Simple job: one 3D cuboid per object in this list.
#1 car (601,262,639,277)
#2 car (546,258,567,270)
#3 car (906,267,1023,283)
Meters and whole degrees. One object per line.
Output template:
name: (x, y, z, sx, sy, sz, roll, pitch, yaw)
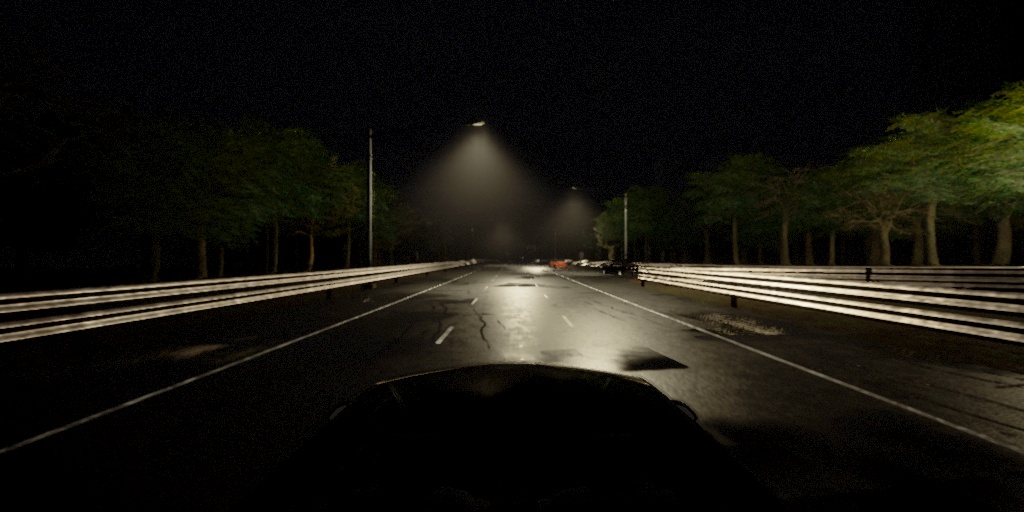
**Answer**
car: (11.303, 1.325, 37.741, 1.837, 1.490, 4.892, 0, 0, -18)
car: (7.455, 1.186, 58.270, 2.097, 1.767, 4.553, 0, 0, -7)
car: (20.659, 1.120, 15.697, 1.895, 1.301, 4.718, 1, -2, -32)
